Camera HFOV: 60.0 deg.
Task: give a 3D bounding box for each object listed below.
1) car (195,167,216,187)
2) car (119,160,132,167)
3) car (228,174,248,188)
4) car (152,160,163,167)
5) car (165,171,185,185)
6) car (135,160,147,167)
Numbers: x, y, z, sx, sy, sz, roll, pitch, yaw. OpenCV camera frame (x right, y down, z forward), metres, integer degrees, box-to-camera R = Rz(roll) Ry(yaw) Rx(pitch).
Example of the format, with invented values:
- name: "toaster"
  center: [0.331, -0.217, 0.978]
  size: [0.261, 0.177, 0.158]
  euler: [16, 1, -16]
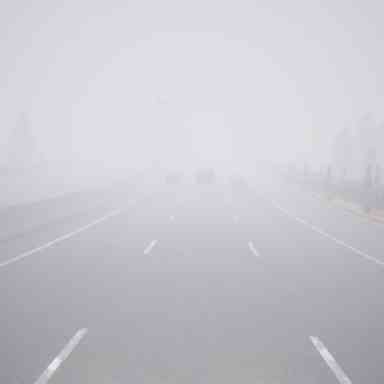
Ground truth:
- name: "car"
  center: [1.490, -1.764, 36.807]
  size: [2.150, 2.045, 5.566]
  euler: [1, 8, 3]
- name: "car"
  center: [-14.481, -6.197, 72.379]
  size: [1.895, 1.301, 4.718]
  euler: [1, 7, 2]
- name: "car"
  center: [4.947, -1.295, 36.074]
  size: [2.033, 1.411, 5.357]
  euler: [1, 7, 3]
- name: "car"
  center: [-7.492, -6.150, 71.965]
  size: [1.882, 1.535, 5.008]
  euler: [1, 7, 2]
- name: "car"
  center: [-1.950, -1.695, 38.099]
  size: [1.837, 1.490, 4.892]
  euler: [1, 8, 3]
- name: "car"
  center: [-10.977, -6.204, 72.392]
  size: [1.994, 1.385, 4.181]
  euler: [1, 7, 2]
